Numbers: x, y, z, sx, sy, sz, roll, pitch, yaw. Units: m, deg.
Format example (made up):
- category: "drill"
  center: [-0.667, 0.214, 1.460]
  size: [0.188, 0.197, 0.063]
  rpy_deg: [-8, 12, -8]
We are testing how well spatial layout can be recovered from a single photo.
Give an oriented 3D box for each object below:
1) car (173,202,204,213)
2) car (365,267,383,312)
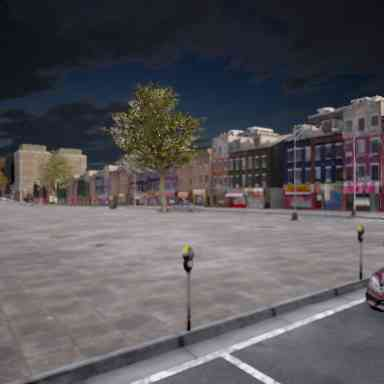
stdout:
- category: "car"
  center: [-0.465, 1.979, 42.488]
  size: [1.895, 1.301, 4.718]
  rpy_deg: [0, -1, -36]
- category: "car"
  center: [5.067, 1.562, 6.445]
  size: [4.206, 1.307, 1.802]
  rpy_deg: [0, 0, -36]
